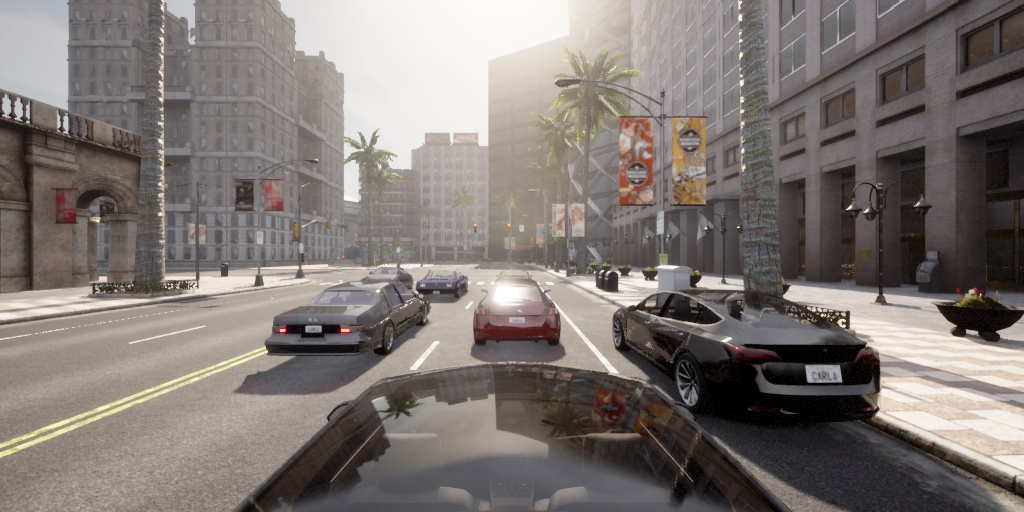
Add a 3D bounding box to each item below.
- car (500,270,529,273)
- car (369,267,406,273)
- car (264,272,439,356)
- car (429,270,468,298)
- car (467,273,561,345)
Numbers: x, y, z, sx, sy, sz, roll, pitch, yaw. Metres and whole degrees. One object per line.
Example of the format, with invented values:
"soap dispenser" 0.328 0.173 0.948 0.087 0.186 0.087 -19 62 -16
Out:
"car" 0.117 1.351 18.336 1.895 1.301 4.718 0 0 0
"car" -6.983 1.322 20.270 1.994 1.385 4.181 0 0 0
"car" -3.395 1.297 8.649 2.033 1.411 5.357 0 0 0
"car" -3.384 1.351 18.298 1.895 1.301 4.718 0 0 0
"car" 0.108 1.314 9.529 1.994 1.385 4.181 0 0 0
